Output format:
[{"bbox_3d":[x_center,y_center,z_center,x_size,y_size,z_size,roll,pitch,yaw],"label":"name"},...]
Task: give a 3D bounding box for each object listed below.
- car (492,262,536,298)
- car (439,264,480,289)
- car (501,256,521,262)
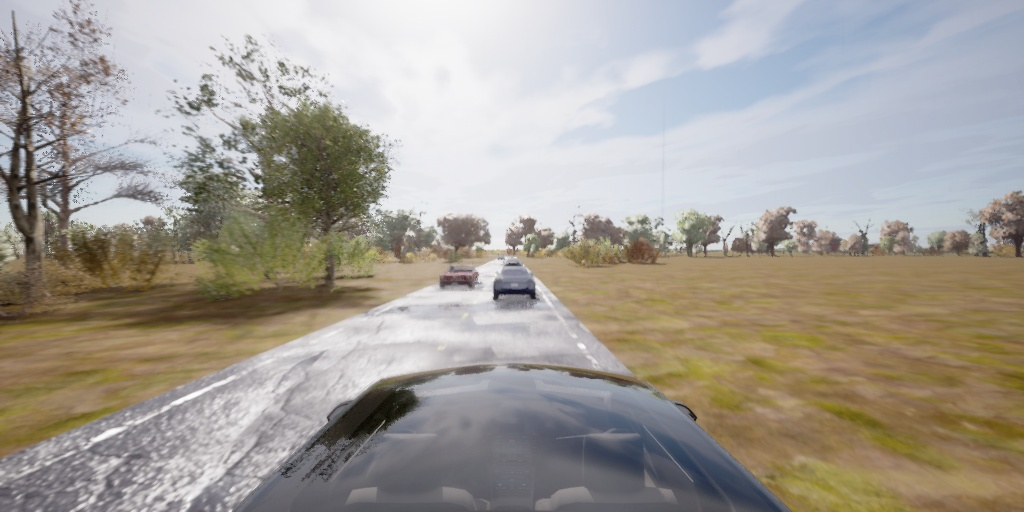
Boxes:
[{"bbox_3d":[0.106,1.183,17.327,1.994,1.385,4.181,0,0,0],"label":"car"},{"bbox_3d":[-3.084,1.183,21.605,1.895,1.301,4.718,0,1,0],"label":"car"},{"bbox_3d":[0.111,0.967,35.032,1.837,1.490,4.892,0,1,0],"label":"car"}]
